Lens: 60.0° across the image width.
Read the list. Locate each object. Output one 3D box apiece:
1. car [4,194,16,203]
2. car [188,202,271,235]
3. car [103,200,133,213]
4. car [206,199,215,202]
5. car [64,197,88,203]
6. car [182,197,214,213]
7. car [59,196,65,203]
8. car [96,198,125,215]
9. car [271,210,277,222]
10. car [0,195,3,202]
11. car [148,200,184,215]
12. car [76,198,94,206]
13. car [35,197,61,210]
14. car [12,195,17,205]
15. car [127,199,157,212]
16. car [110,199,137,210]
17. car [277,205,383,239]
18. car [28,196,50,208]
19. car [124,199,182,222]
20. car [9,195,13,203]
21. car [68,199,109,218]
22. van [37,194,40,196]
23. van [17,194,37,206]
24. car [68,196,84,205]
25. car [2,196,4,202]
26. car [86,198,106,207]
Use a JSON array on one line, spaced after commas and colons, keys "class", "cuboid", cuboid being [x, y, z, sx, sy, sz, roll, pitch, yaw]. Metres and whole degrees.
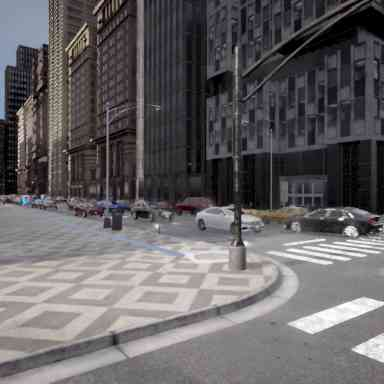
[{"class": "car", "cuboid": [-38.976, 1.527, 72.646, 2.192, 1.841, 5.009, 0, 0, -35]}, {"class": "car", "cuboid": [2.024, 1.557, 19.251, 1.812, 1.442, 4.674, 0, 0, -37]}, {"class": "car", "cuboid": [-9.090, 1.707, 40.545, 1.895, 1.301, 4.718, 0, 0, -35]}, {"class": "car", "cuboid": [3.458, 1.593, 27.409, 1.752, 1.417, 4.829, 0, 0, -35]}, {"class": "car", "cuboid": [-14.392, 1.672, 42.562, 1.994, 1.385, 4.181, 0, 0, -37]}, {"class": "car", "cuboid": [0.321, 1.397, 31.844, 2.192, 1.841, 5.009, 0, 0, -35]}, {"class": "car", "cuboid": [-28.789, 1.666, 73.006, 1.967, 1.590, 4.097, 0, 0, -35]}, {"class": "car", "cuboid": [-8.705, 1.559, 34.473, 1.882, 1.535, 5.008, 0, 0, -35]}, {"class": "car", "cuboid": [6.692, 1.578, 22.836, 1.752, 1.417, 4.829, 0, 0, -35]}, {"class": "car", "cuboid": [-45.445, 1.687, 81.793, 1.967, 1.590, 4.097, 0, 0, -35]}, {"class": "car", "cuboid": [-2.913, 1.642, 36.417, 1.887, 1.381, 4.507, 0, 0, -35]}, {"class": "car", "cuboid": [-19.086, 1.758, 59.285, 1.802, 1.307, 4.206, 0, 0, -35]}, {"class": "car", "cuboid": [-19.568, 1.695, 45.202, 1.802, 1.307, 4.206, 0, 0, -35]}, {"class": "car", "cuboid": [-32.408, 1.703, 63.359, 1.752, 1.417, 4.829, 0, 0, -35]}, {"class": "car", "cuboid": [-6.246, 1.638, 41.130, 1.752, 1.417, 4.829, 0, 0, -35]}, {"class": "car", "cuboid": [-9.383, 1.679, 45.565, 2.008, 1.369, 4.403, 0, 0, -35]}, {"class": "car", "cuboid": [7.309, 1.537, 17.616, 1.837, 1.490, 4.892, -3, 2, -45]}, {"class": "car", "cuboid": [-22.802, 1.711, 49.776, 1.802, 1.307, 4.206, 0, 0, -35]}, {"class": "car", "cuboid": [-3.262, 1.547, 26.764, 2.128, 1.511, 4.902, 0, 0, -35]}, {"class": "car", "cuboid": [-35.741, 1.777, 68.071, 1.802, 1.307, 4.206, 0, 0, -35]}, {"class": "car", "cuboid": [-9.864, 1.611, 31.481, 1.887, 1.381, 4.507, 0, 0, -35]}, {"class": "van", "cuboid": [-38.493, 1.619, 86.727, 1.690, 1.788, 3.998, 0, 0, -35]}, {"class": "van", "cuboid": [-29.272, 1.503, 58.924, 1.690, 1.788, 3.998, 0, 0, -35]}, {"class": "car", "cuboid": [-22.320, 1.633, 63.859, 1.967, 1.590, 4.097, 0, 0, -35]}, {"class": "car", "cuboid": [-42.211, 1.812, 77.219, 1.802, 1.307, 4.206, 0, 0, -35]}, {"class": "car", "cuboid": [-15.851, 1.726, 54.712, 1.947, 1.339, 4.313, 0, 0, -35]}]
